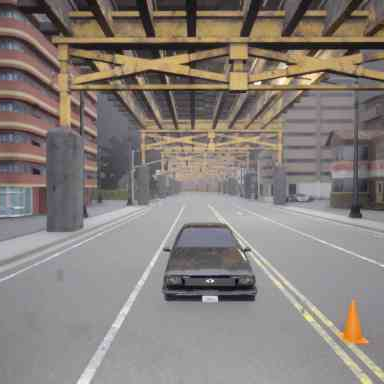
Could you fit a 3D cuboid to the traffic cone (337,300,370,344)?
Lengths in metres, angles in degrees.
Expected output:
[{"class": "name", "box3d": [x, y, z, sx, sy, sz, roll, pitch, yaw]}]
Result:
[{"class": "traffic cone", "box3d": [2.453, 1.949, 5.070, 0.340, 0.580, 0.340, 0, 0, 0]}]

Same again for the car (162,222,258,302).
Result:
[{"class": "car", "box3d": [0.361, 1.534, 8.677, 2.033, 1.411, 5.357, 0, 0, 1]}]

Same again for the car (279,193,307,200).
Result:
[{"class": "car", "box3d": [17.857, 0.803, 58.925, 4.536, 1.218, 1.853, 0, 1, 25]}]

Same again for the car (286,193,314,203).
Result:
[{"class": "car", "box3d": [17.462, 1.007, 54.792, 4.974, 1.542, 2.038, 0, 1, -20]}]

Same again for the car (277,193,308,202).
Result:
[{"class": "car", "box3d": [17.810, 0.960, 58.948, 4.974, 1.542, 2.038, 0, 1, 25]}]

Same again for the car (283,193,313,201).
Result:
[{"class": "car", "box3d": [17.511, 0.849, 54.808, 4.536, 1.218, 1.853, 0, 1, -20]}]
